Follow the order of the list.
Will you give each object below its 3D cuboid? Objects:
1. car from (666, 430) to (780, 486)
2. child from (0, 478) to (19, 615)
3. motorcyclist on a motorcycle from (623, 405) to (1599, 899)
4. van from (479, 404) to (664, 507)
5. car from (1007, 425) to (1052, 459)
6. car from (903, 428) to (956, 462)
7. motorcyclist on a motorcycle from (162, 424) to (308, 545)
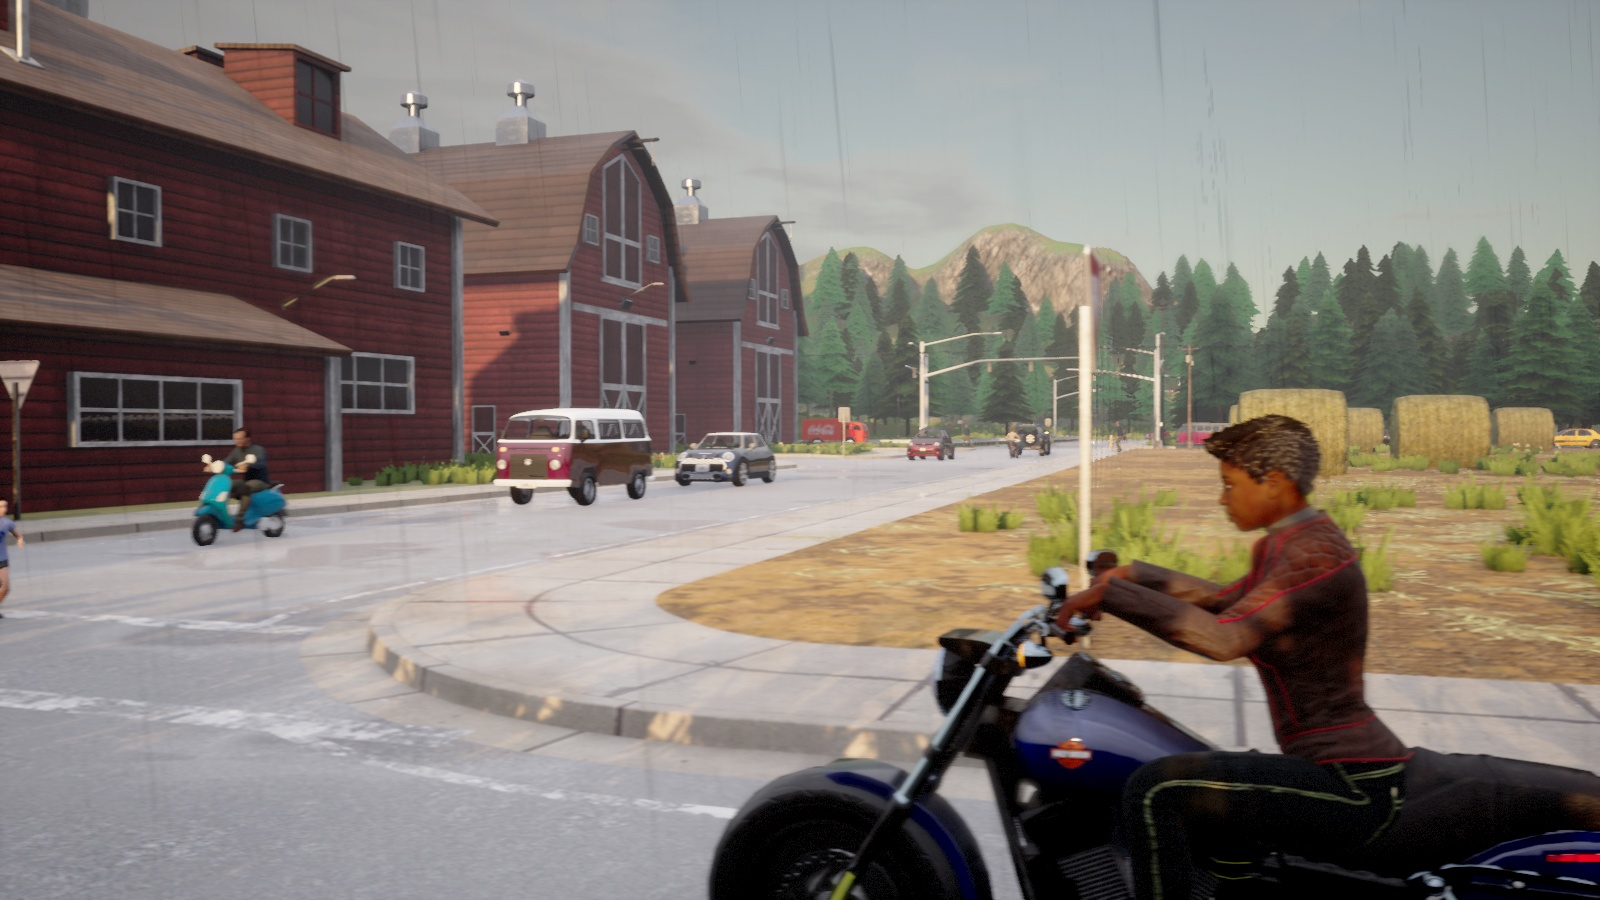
[{"bbox_3d":[-2.121,0.186,35.664,1.970,1.475,3.806,1,1,18],"label":"car"},{"bbox_3d":[-6.705,0.791,10.357,0.394,1.110,0.255,1,1,23],"label":"child"},{"bbox_3d":[0.819,0.733,2.932,2.350,1.649,0.766,0,1,19],"label":"motorcyclist on a motorcycle"},{"bbox_3d":[-4.820,0.070,27.221,2.069,2.038,4.480,1,1,18],"label":"van"},{"bbox_3d":[13.200,-0.488,72.065,1.932,1.855,4.605,1,1,17],"label":"car"},{"bbox_3d":[6.504,-0.287,62.626,1.851,1.617,3.988,1,1,18],"label":"car"},{"bbox_3d":[-7.892,0.441,17.627,0.866,1.590,1.817,1,1,18],"label":"motorcyclist on a motorcycle"}]
